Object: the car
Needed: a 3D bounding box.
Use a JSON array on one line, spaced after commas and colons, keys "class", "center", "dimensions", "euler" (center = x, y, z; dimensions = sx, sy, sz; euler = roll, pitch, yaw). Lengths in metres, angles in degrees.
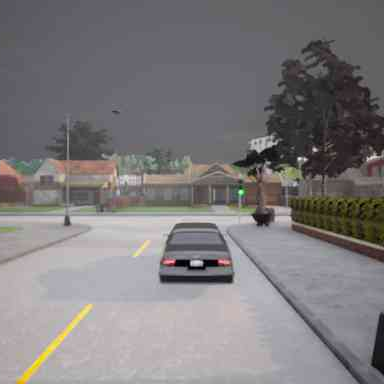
[{"class": "car", "center": [0.103, 1.601, 9.716], "dimensions": [2.033, 1.411, 5.357], "euler": [0, 0, 0]}]
